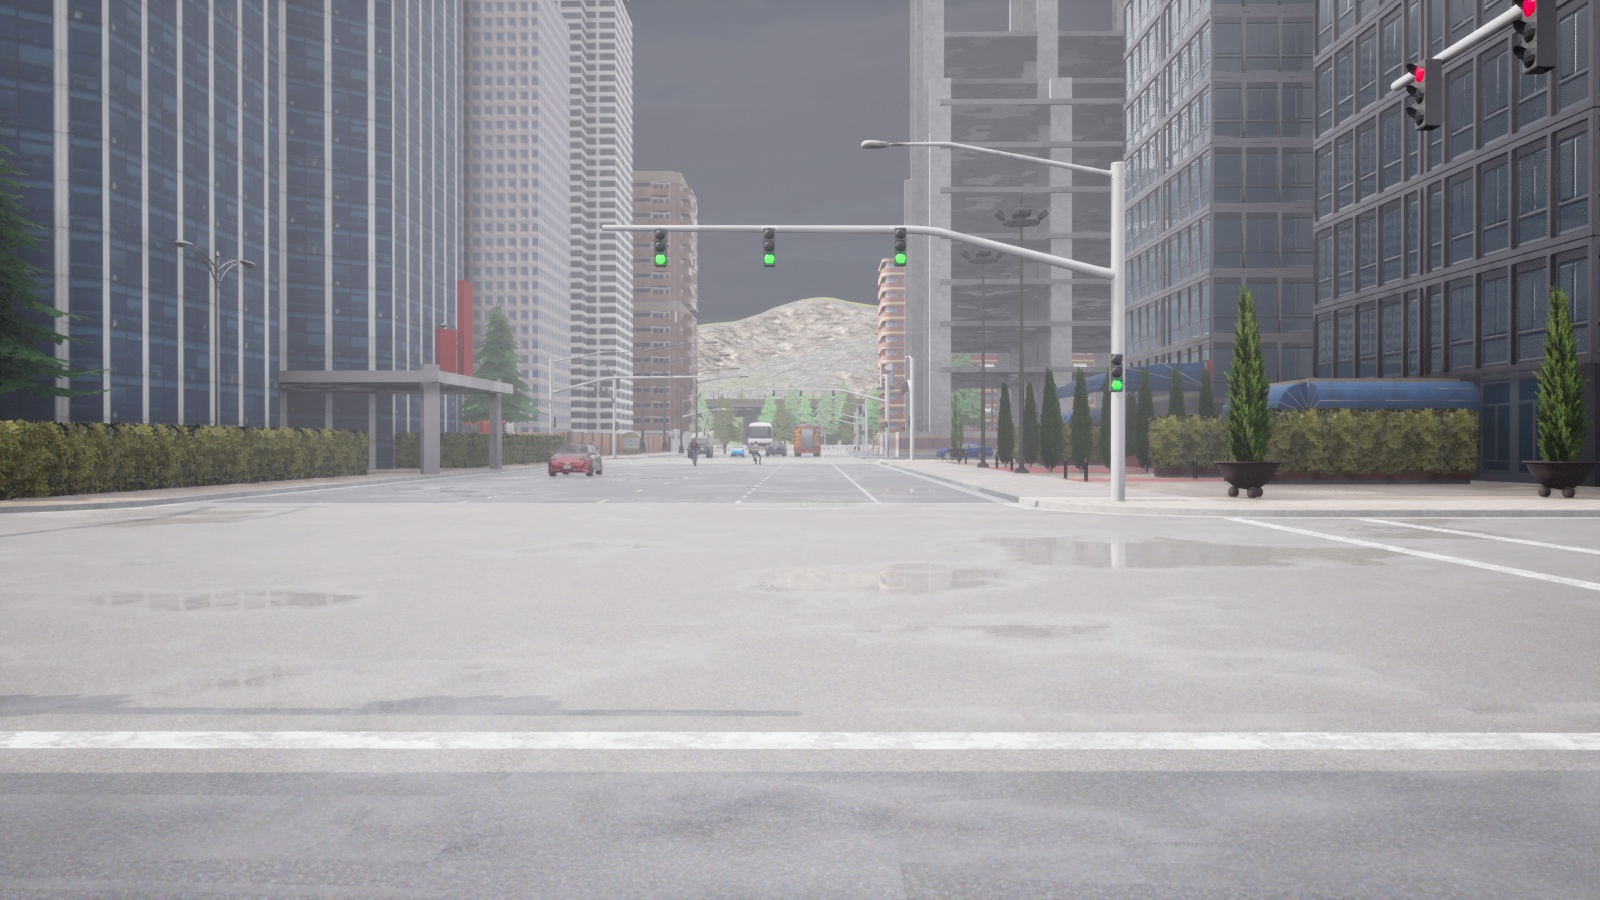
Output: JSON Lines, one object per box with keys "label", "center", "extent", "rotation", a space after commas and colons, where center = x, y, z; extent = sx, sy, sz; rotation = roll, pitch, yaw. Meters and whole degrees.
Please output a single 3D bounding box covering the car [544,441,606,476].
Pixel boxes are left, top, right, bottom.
{"label": "car", "center": [-10.159, 0.362, 57.020], "extent": [2.007, 1.525, 4.514], "rotation": [0, 0, 0]}
